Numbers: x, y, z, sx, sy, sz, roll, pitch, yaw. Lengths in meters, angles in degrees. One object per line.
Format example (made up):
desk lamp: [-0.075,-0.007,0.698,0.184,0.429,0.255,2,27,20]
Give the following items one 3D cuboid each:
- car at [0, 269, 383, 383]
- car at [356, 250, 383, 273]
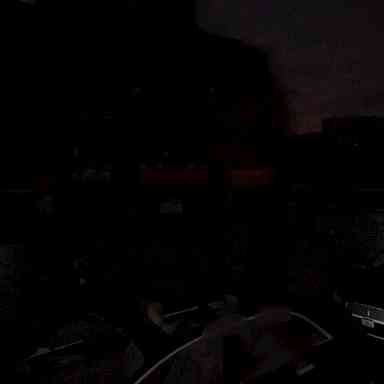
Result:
car: [-0.268,1.550,2.643,4.403,1.369,2.008,0,-2,-35]
car: [4.172,1.549,5.801,4.403,1.369,2.008,0,-2,-35]
